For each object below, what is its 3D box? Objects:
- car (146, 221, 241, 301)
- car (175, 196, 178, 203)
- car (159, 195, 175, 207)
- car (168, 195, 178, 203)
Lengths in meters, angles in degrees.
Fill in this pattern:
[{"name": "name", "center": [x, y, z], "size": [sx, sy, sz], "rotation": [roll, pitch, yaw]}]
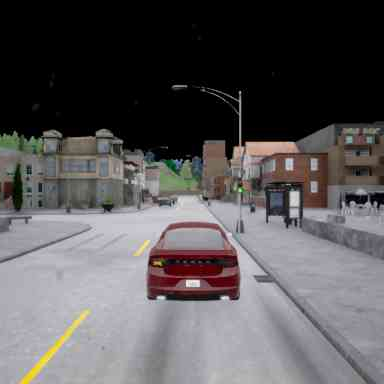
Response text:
[{"name": "car", "center": [0.048, 1.478, 8.396], "size": [1.882, 1.535, 5.008], "rotation": [0, 0, 1]}, {"name": "car", "center": [-4.072, 1.601, 61.273], "size": [1.895, 1.301, 4.718], "rotation": [0, 0, 0]}, {"name": "car", "center": [-4.110, 1.505, 51.968], "size": [1.837, 1.490, 4.892], "rotation": [0, 0, 0]}, {"name": "car", "center": [-4.015, 1.500, 71.640], "size": [1.837, 1.490, 4.892], "rotation": [0, 0, 0]}]
